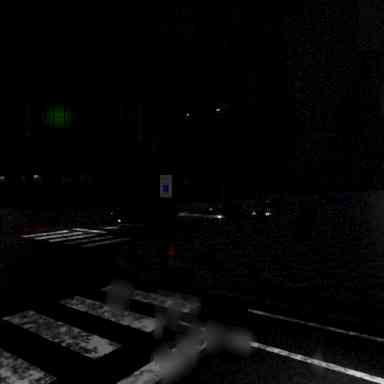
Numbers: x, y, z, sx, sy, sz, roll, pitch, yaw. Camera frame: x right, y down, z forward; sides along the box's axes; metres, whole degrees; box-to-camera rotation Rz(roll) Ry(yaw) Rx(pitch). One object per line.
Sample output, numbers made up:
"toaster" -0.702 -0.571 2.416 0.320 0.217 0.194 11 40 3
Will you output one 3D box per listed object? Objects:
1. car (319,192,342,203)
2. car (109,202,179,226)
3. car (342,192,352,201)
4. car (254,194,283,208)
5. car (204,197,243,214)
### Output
"car" 19.549 0.815 47.447 1.837 1.490 4.892 0 1 36
"car" -2.998 1.354 21.435 1.895 1.301 4.718 0 1 36
"car" 25.433 0.654 55.675 1.882 1.535 5.008 0 1 36
"car" 8.727 0.962 37.795 1.882 1.535 5.008 0 1 36
"car" 2.950 1.143 29.731 1.812 1.442 4.674 0 1 36
